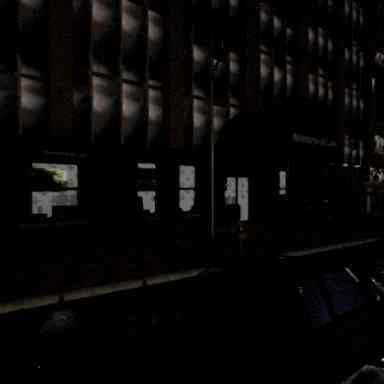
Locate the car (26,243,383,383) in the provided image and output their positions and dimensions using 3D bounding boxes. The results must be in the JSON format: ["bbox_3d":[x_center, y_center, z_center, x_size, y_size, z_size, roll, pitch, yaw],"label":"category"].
[{"bbox_3d":[0.958,1.586,4.199,5.357,1.411,2.033,1,-1,-40],"label":"car"}]

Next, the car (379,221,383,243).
[{"bbox_3d":[10.760,1.522,15.674,5.009,1.841,2.192,1,-1,-39],"label":"car"}]
